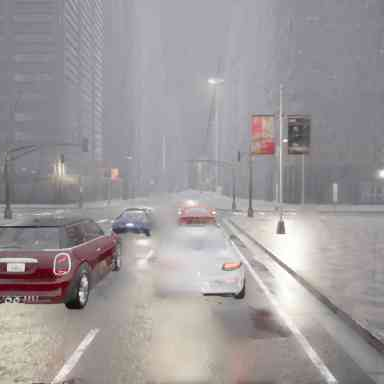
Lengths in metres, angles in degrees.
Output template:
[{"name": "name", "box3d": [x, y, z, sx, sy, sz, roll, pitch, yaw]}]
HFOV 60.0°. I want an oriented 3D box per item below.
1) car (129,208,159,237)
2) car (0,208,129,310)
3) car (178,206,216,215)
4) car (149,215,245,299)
[{"name": "car", "box3d": [-2.984, 1.556, 18.129, 1.994, 1.385, 4.181, 0, 0, 1]}, {"name": "car", "box3d": [-3.085, 1.350, 7.996, 2.097, 1.767, 4.553, 0, 0, 0]}, {"name": "car", "box3d": [0.263, 1.470, 17.638, 1.882, 1.535, 5.008, 0, 0, 0]}, {"name": "car", "box3d": [0.183, 1.523, 8.309, 1.812, 1.442, 4.674, 0, 0, 0]}]
